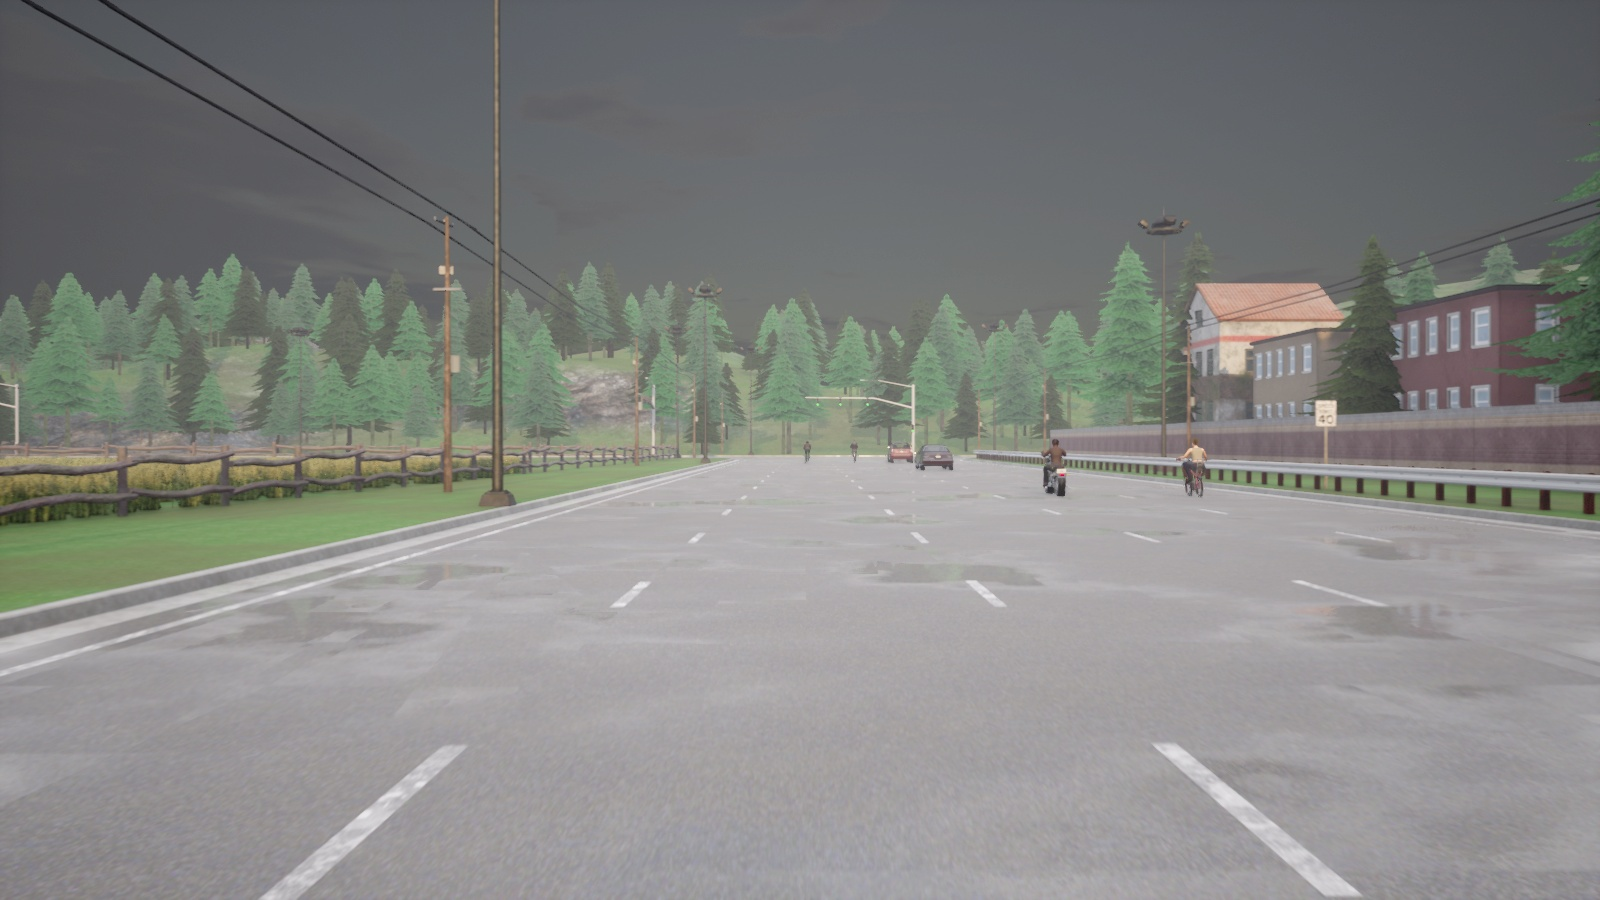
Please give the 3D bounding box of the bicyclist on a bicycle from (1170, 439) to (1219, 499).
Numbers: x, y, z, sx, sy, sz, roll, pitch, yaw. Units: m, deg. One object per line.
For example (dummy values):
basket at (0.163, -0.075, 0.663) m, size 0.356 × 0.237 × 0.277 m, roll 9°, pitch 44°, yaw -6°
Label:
bicyclist on a bicycle at (10.705, 0.499, 34.107) m, size 0.866 × 1.612 × 1.509 m, roll 0°, pitch 0°, yaw 1°

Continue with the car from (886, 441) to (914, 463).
car at (7.558, 0.115, 95.005) m, size 1.851 × 1.617 × 3.988 m, roll 0°, pitch 0°, yaw 0°

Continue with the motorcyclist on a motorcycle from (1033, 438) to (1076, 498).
motorcyclist on a motorcycle at (7.222, 0.501, 35.694) m, size 0.766 × 1.649 × 2.350 m, roll 0°, pitch 0°, yaw 0°

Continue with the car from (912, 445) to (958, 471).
car at (7.430, 0.407, 69.759) m, size 2.033 × 1.411 × 5.357 m, roll 0°, pitch 0°, yaw 1°
